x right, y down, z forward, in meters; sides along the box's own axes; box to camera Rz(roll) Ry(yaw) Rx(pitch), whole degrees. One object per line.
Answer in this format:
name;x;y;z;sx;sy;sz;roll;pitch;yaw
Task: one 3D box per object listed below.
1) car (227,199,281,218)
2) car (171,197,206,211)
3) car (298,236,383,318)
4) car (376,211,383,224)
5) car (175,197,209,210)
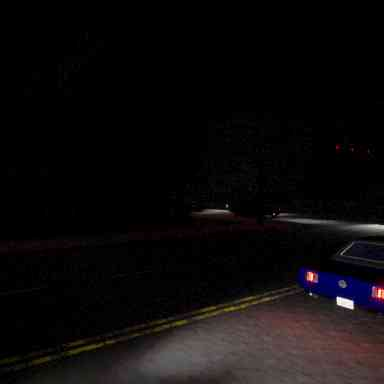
car;5.758;1.601;30.322;1.895;1.301;4.718;0;0;-36
car;-0.648;1.478;39.252;1.882;1.535;5.008;0;0;-35
car;4.427;1.601;6.925;4.718;1.301;1.895;0;0;-35
car;14.704;1.564;23.309;4.181;1.385;1.994;0;0;-38
car;-0.102;1.491;44.505;2.128;1.511;4.902;0;0;-36
